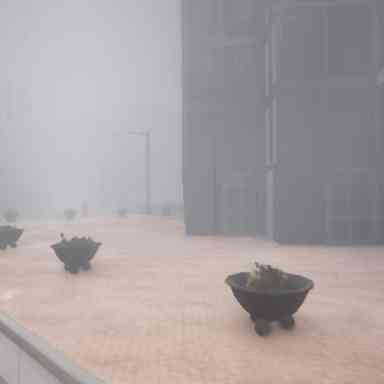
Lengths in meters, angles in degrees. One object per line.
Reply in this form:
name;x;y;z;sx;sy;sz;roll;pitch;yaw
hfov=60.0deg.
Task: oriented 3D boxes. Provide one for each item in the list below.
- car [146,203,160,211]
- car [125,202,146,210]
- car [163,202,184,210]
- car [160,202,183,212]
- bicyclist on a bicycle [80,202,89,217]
car;-4.678;2.462;55.814;1.882;1.535;5.008;-1;-1;43
car;-10.850;2.633;64.666;1.837;1.490;4.892;-1;-1;43
car;-3.706;2.780;67.157;1.994;1.385;4.181;-1;-2;43
car;-2.240;2.439;53.298;2.128;1.511;4.902;-1;-1;43
bicyclist on a bicycle;-11.304;1.841;34.915;1.656;1.620;0.582;-1;-2;43
